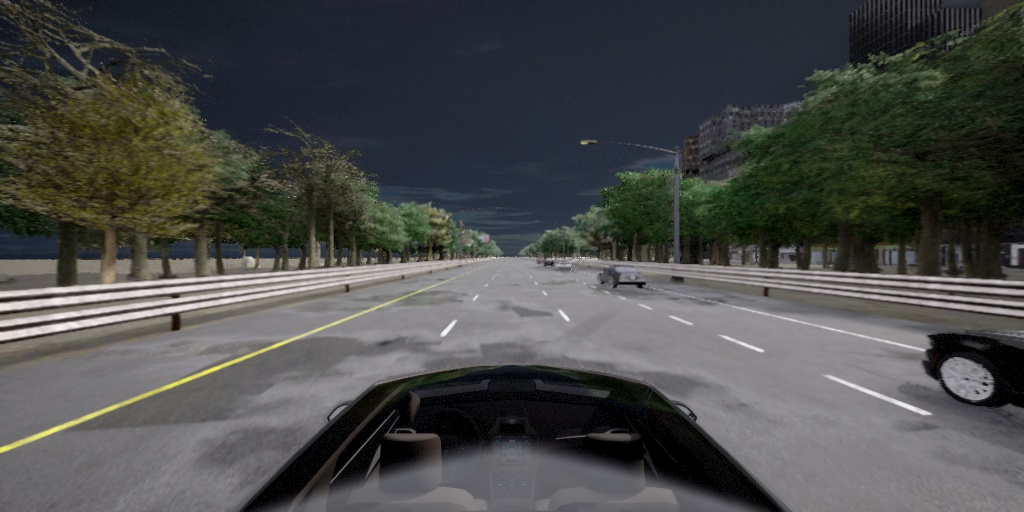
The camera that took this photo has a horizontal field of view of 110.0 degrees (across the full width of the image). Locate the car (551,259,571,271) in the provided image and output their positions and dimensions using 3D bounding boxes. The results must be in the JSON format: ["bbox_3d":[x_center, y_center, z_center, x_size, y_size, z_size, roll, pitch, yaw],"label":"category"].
[{"bbox_3d":[7.065,1.362,50.409,1.895,1.301,4.718,0,0,0],"label":"car"}]

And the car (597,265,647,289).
[{"bbox_3d":[7.019,1.304,23.352,2.033,1.411,5.357,0,0,0],"label":"car"}]

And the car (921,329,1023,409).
[{"bbox_3d":[7.000,1.246,3.191,1.882,1.535,5.008,0,0,0],"label":"car"}]
